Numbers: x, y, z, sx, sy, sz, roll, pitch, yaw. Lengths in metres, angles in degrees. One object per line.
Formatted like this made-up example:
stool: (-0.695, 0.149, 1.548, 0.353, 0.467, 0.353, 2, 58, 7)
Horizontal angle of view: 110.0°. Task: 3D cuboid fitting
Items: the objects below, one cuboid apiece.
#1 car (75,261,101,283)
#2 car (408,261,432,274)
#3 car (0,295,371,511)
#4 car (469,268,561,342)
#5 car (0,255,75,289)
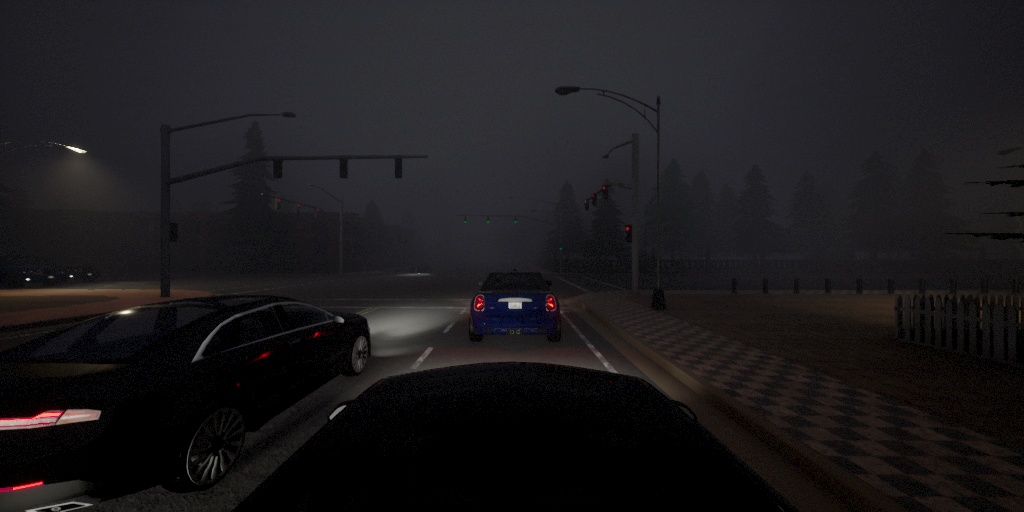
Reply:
car: (-33.301, 0.970, 25.753, 5.566, 2.045, 2.150, 0, 0, -4)
car: (-10.519, 1.326, 41.251, 1.994, 1.385, 4.181, 0, 1, 0)
car: (-3.444, 1.241, 4.520, 2.128, 1.511, 4.902, 0, 0, 0)
car: (0.076, 1.102, 9.947, 2.097, 1.767, 4.553, 0, 0, 0)
car: (-31.624, 0.970, 22.345, 5.566, 2.045, 2.150, 0, 0, -2)
